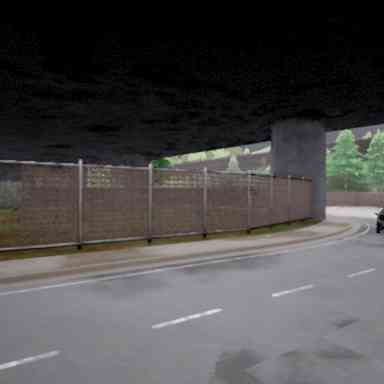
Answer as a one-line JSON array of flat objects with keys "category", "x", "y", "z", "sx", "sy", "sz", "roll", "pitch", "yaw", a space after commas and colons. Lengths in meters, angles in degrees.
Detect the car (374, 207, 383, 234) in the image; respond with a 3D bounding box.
[{"category": "car", "x": 11.936, "y": 1.606, "z": 19.503, "sx": 2.128, "sy": 1.511, "sz": 4.902, "roll": 0, "pitch": 0, "yaw": 32}]
